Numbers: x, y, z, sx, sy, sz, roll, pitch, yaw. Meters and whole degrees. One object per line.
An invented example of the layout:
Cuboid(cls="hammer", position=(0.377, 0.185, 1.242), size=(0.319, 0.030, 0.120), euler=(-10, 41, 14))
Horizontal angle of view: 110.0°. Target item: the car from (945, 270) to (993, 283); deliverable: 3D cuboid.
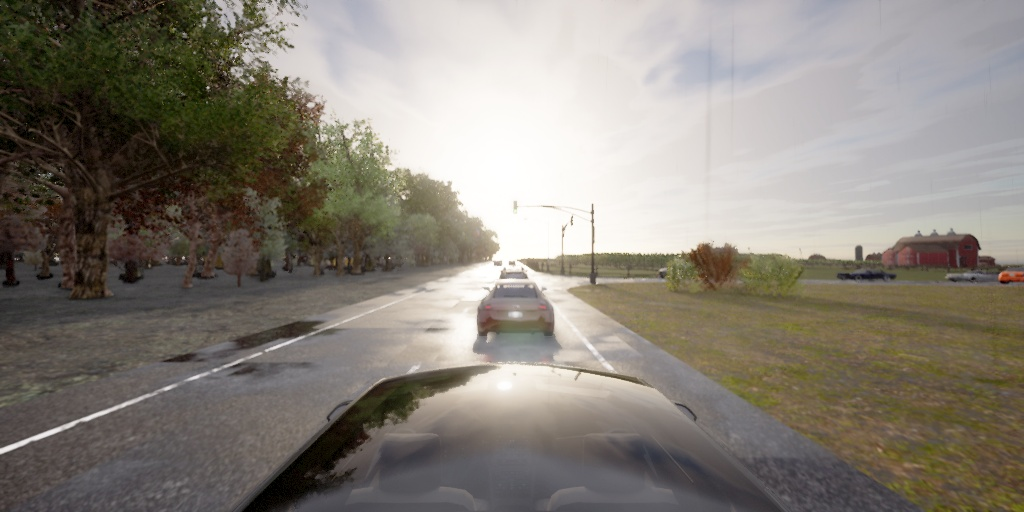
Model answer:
Cuboid(cls="car", position=(48.176, 2.123, 37.087), size=(4.718, 1.301, 1.895), euler=(1, -1, 1))

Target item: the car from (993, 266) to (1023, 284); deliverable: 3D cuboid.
Cuboid(cls="car", position=(48.909, 1.803, 33.539), size=(4.553, 1.767, 2.097), euler=(1, -1, 0))

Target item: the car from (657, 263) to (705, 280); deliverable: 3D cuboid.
Cuboid(cls="car", position=(17.568, 1.540, 37.323), size=(4.553, 1.767, 2.097), euler=(1, -1, 1))

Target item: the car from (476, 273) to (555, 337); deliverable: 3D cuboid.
Cuboid(cls="car", position=(0.101, 1.362, 10.438), size=(1.994, 1.385, 4.181), euler=(0, 0, 1))

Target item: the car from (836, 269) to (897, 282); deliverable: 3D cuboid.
Cuboid(cls="car", position=(36.633, 1.997, 37.185), size=(4.718, 1.301, 1.895), euler=(1, -1, 0))

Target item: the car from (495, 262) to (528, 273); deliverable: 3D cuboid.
Cuboid(cls="car", position=(0.104, 1.370, 24.883), size=(2.128, 1.511, 4.902), euler=(0, 0, 0))

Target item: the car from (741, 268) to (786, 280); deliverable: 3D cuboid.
Cuboid(cls="car", position=(26.615, 1.887, 37.237), size=(4.718, 1.301, 1.895), euler=(1, -1, 0))
